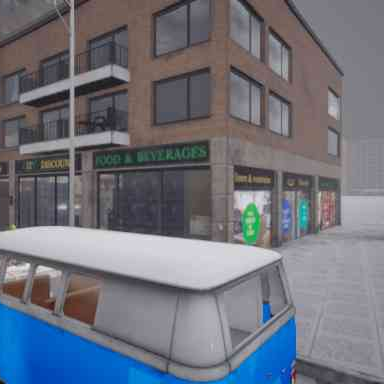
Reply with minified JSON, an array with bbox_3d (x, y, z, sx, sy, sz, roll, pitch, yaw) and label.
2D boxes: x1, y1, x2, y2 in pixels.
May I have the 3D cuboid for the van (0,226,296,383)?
[{"bbox_3d":[-0.943,1.341,3.533,3.998,1.788,1.690,0,0,36],"label":"van"}]
